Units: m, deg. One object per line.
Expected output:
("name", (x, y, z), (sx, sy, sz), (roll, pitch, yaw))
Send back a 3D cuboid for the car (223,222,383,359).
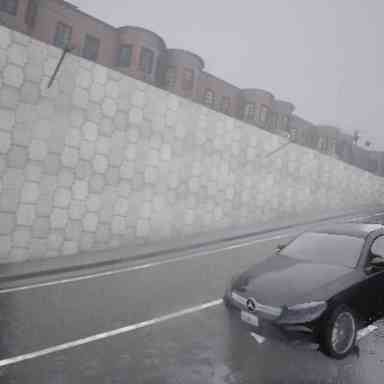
("car", (2.667, 1.320, 5.864), (4.674, 1.442, 1.812), (-4, 3, -35))
